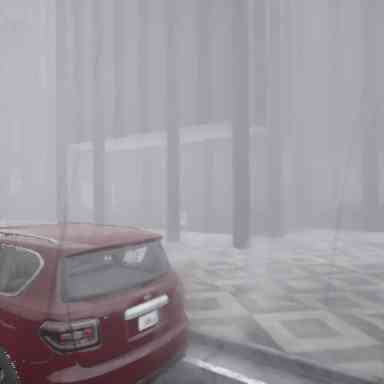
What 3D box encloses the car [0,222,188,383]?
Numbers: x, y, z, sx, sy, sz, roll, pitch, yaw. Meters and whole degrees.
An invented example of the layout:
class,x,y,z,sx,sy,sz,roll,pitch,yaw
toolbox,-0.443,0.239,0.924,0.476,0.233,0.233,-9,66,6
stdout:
class,x,y,z,sx,sy,sz,roll,pitch,yaw
car,-2.371,1.363,4.650,5.009,1.841,2.192,-1,0,35
